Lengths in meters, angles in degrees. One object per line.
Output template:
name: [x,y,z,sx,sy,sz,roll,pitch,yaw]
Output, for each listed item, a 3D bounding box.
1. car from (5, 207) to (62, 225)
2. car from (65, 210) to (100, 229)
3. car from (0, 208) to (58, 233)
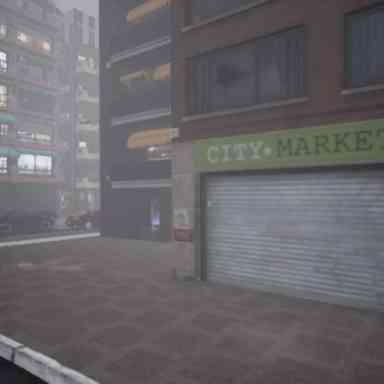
car: [-14.021,2.075,29.579,1.802,1.307,4.206,-1,-2,35]
car: [-7.195,1.976,24.775,1.887,1.381,4.507,-1,-2,35]
car: [-11.758,1.960,22.946,1.994,1.385,4.181,-1,-1,35]
